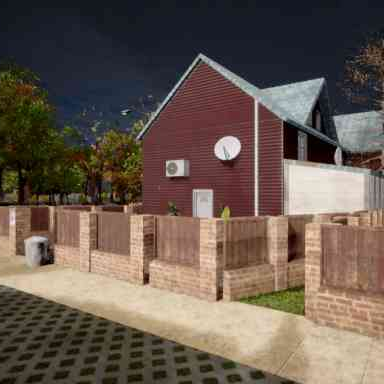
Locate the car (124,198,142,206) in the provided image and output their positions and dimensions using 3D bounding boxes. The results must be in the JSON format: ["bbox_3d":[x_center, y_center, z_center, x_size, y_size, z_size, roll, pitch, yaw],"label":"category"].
[{"bbox_3d":[-5.825,1.454,37.687,2.097,1.767,4.553,0,0,35],"label":"car"}]

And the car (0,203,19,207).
[{"bbox_3d":[-14.690,1.578,25.182,1.812,1.442,4.674,0,0,35],"label":"car"}]
